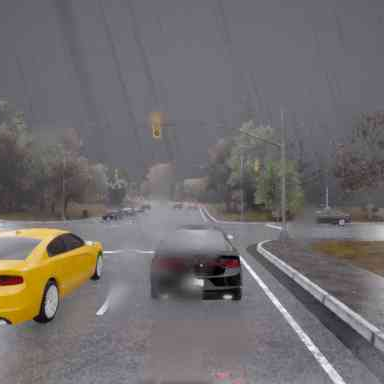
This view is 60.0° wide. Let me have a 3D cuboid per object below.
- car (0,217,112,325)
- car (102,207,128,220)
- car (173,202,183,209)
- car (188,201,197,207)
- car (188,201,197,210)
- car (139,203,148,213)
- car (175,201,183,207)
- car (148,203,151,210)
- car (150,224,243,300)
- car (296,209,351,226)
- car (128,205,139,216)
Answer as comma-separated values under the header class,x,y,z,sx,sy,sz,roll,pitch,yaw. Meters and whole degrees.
class,x,y,z,sx,sy,sz,roll,pitch,yaw
car,-3.408,1.543,7.336,1.882,1.535,5.008,0,-1,0
car,-10.535,3.005,44.796,2.033,1.411,5.357,0,-2,1
car,-3.370,3.189,76.721,1.837,1.490,4.892,0,0,0
car,0.045,3.168,86.367,2.033,1.411,5.357,0,0,-3
car,0.131,3.047,76.210,2.097,1.767,4.553,0,0,0
car,-10.431,3.251,64.771,2.128,1.511,4.902,0,0,1
car,-3.471,3.173,86.790,1.994,1.385,4.181,0,0,-3
car,-10.372,3.236,75.352,2.033,1.411,5.357,0,0,0
car,0.098,1.566,8.579,1.882,1.535,5.008,0,-1,0
car,12.449,2.441,31.612,4.892,1.490,1.837,0,-2,0
car,-10.491,3.215,54.667,1.812,1.442,4.674,0,-1,0
